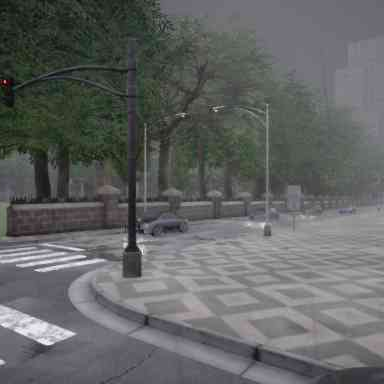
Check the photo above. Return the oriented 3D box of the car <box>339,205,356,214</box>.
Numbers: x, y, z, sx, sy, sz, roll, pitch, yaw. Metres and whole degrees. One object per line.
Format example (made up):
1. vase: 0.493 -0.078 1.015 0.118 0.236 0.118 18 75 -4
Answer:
1. car: 24.874 2.784 53.085 2.033 1.411 5.357 0 -1 34

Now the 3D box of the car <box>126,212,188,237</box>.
1. car: -2.034 1.915 20.412 1.994 1.385 4.181 0 -1 35

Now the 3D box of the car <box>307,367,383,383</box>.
1. car: 2.471 1.550 1.205 4.403 1.369 2.008 0 0 35

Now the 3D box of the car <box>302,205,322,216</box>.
1. car: 17.297 2.581 47.716 2.128 1.511 4.902 0 -1 35

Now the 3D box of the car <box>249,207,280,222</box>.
1. car: 7.496 2.220 33.950 1.812 1.442 4.674 0 -1 35
